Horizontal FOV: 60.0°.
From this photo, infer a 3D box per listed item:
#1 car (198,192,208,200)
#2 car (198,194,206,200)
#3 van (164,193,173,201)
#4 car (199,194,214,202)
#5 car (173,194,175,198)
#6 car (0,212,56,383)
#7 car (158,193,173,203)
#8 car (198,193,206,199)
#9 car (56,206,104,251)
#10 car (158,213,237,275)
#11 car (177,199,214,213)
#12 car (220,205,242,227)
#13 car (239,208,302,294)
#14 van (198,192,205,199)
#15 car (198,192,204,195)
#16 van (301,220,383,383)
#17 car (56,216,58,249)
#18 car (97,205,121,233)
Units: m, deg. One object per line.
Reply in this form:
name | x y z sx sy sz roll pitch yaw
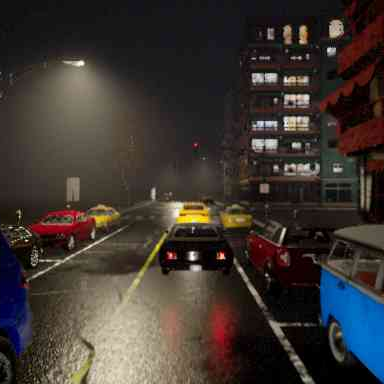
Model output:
car | 2.582 1.026 80.585 2.192 1.841 5.009 1 0 0
car | 2.579 1.258 86.247 1.947 1.339 4.313 1 0 0
van | -5.299 1.074 74.434 1.690 1.788 3.998 1 0 0
car | 2.577 1.362 52.281 2.008 1.369 4.403 1 0 0
car | -5.299 1.068 68.780 2.192 1.841 5.009 1 0 0
car | -2.847 1.215 1.449 2.150 2.045 5.566 0 0 0
car | -5.301 1.213 63.126 1.967 1.590 4.097 1 0 0
car | 2.578 1.353 63.603 1.802 1.307 4.206 1 0 0
car | -5.305 1.494 13.804 1.887 1.381 4.507 1 0 0
car | 0.102 1.563 10.320 1.895 1.301 4.718 0 0 0
car | 0.104 1.403 20.436 1.882 1.535 5.008 0 0 0
car | 2.576 1.452 19.937 1.752 1.417 4.829 1 0 0
car | 2.576 1.408 8.677 1.967 1.590 4.097 1 0 0
van | 2.582 1.013 91.907 1.690 1.788 3.998 1 0 0
car | 2.579 1.297 74.925 1.947 1.339 4.313 1 0 0
van | 2.577 1.329 3.132 1.690 1.788 3.998 1 0 0
car | -5.306 1.520 8.268 2.008 1.369 4.403 1 0 0
car | -5.305 1.455 19.170 1.752 1.417 4.829 1 0 0
